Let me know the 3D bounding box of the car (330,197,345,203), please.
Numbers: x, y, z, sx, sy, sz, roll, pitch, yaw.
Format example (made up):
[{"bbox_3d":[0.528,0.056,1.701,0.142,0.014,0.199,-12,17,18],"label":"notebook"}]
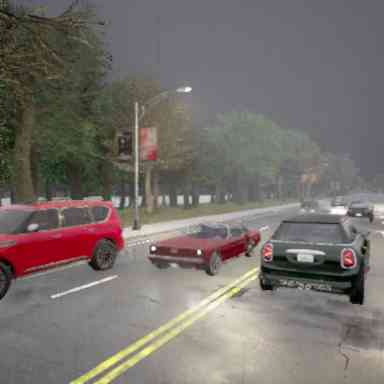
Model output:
[{"bbox_3d":[20.409,1.449,46.163,2.128,1.511,4.902,-1,0,29],"label":"car"}]

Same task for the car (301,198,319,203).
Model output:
[{"bbox_3d":[15.895,1.546,44.730,2.033,1.411,5.357,-1,0,29],"label":"car"}]

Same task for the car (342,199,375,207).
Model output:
[{"bbox_3d":[13.136,1.465,26.008,1.812,1.442,4.674,-1,0,29],"label":"car"}]

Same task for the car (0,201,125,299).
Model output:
[{"bbox_3d":[-4.183,1.298,8.868,2.150,2.045,5.566,-1,0,29],"label":"car"}]

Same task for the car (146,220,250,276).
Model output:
[{"bbox_3d":[0.603,1.625,10.724,1.895,1.301,4.718,-1,0,29],"label":"car"}]

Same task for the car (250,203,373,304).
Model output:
[{"bbox_3d":[3.317,1.337,8.528,2.097,1.767,4.553,-1,0,29],"label":"car"}]
